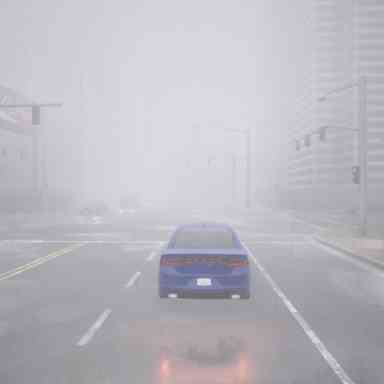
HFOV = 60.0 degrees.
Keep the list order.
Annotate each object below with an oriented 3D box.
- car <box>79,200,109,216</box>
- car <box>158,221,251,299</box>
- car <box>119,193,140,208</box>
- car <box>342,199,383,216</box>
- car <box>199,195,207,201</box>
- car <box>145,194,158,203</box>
[{"bbox_3d":[-9.567,1.525,32.813,1.812,1.442,4.674,0,0,2],"label":"car"},{"bbox_3d":[0.313,1.478,8.497,1.882,1.535,5.008,0,0,2],"label":"car"},{"bbox_3d":[-9.044,1.221,48.558,2.150,2.045,5.566,0,0,2],"label":"car"},{"bbox_3d":[17.242,1.505,32.398,4.892,1.490,1.837,0,0,2],"label":"car"},{"bbox_3d":[2.801,1.524,86.272,1.812,1.442,4.674,0,0,2],"label":"car"},{"bbox_3d":[-8.295,1.564,68.484,1.994,1.385,4.181,0,0,2],"label":"car"}]
